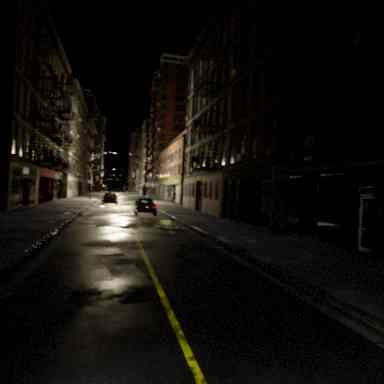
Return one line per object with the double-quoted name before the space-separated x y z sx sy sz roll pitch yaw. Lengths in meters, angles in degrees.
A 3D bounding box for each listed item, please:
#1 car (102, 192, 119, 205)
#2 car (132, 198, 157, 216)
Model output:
"car" -10.368 0.818 42.148 1.882 1.535 5.008 3 0 -13
"car" -4.195 1.246 29.318 2.033 1.411 5.357 3 0 -13
